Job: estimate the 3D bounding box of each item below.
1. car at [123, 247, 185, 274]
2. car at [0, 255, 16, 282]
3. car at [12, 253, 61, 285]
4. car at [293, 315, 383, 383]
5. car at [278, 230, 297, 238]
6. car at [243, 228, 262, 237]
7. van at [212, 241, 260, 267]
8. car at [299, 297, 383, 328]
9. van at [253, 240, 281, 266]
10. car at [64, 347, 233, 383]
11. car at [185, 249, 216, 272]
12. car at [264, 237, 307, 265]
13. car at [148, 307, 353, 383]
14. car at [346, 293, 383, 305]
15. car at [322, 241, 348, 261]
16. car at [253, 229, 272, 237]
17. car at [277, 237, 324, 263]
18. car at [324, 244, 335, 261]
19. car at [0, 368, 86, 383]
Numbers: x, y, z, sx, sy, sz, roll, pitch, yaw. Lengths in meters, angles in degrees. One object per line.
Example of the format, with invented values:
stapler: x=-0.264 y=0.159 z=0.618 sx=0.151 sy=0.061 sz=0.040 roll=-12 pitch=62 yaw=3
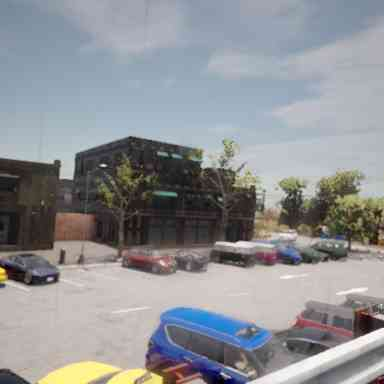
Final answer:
car: x=-3.321 y=5.326 z=26.551 sx=4.553 sy=1.767 sz=2.185 roll=1 pitch=-4 yaw=34
car: x=-13.039 y=4.535 z=19.731 sx=5.366 sy=1.575 sz=1.946 roll=1 pitch=-4 yaw=34
car: x=-10.462 y=4.799 z=21.346 sx=4.792 sy=1.488 sz=2.163 roll=1 pitch=-4 yaw=34
car: x=3.671 y=5.210 z=10.705 sx=4.792 sy=1.488 sz=2.163 roll=3 pitch=-2 yaw=34
car: x=17.521 y=8.038 z=60.822 sx=2.435 sy=2.045 sz=5.566 roll=2 pitch=-2 yaw=36
car: x=12.420 y=8.346 z=68.279 sx=2.002 sy=1.452 sz=4.674 roll=1 pitch=-3 yaw=36
van: x=3.795 y=5.907 z=31.770 sx=4.442 sy=1.987 sz=1.878 roll=1 pitch=-4 yaw=34
car: x=6.130 y=5.288 z=12.470 sx=4.553 sy=1.767 sz=2.185 roll=3 pitch=-3 yaw=34
van: x=6.190 y=6.134 z=33.492 sx=4.442 sy=1.987 sz=1.878 roll=1 pitch=-4 yaw=34
car: x=-1.349 y=4.706 z=7.270 sx=5.366 sy=1.575 sz=1.946 roll=3 pitch=-2 yaw=34
car: x=-0.903 y=5.681 z=28.252 sx=4.892 sy=1.521 sz=2.231 roll=1 pitch=-4 yaw=34
car: x=8.711 y=6.338 z=35.143 sx=5.566 sy=2.045 sz=2.435 roll=1 pitch=-4 yaw=34
car: x=1.294 y=4.700 z=8.921 sx=5.566 sy=2.045 sz=2.435 roll=3 pitch=-3 yaw=34
car: x=8.577 y=5.521 z=14.241 sx=4.553 sy=1.767 sz=2.185 roll=3 pitch=-3 yaw=34
car: x=15.843 y=7.016 z=40.328 sx=5.566 sy=2.045 sz=2.435 roll=1 pitch=-4 yaw=34
car: x=14.229 y=8.309 z=65.952 sx=1.946 sy=1.575 sz=5.366 roll=1 pitch=-3 yaw=36
car: x=11.107 y=6.565 z=36.865 sx=5.566 sy=2.045 sz=2.435 roll=1 pitch=-4 yaw=34
car: x=13.488 y=7.072 z=38.584 sx=4.792 sy=1.488 sz=2.163 roll=1 pitch=-4 yaw=34
car: x=-3.647 y=4.232 z=5.439 sx=5.566 sy=2.045 sz=2.435 roll=3 pitch=-2 yaw=34
